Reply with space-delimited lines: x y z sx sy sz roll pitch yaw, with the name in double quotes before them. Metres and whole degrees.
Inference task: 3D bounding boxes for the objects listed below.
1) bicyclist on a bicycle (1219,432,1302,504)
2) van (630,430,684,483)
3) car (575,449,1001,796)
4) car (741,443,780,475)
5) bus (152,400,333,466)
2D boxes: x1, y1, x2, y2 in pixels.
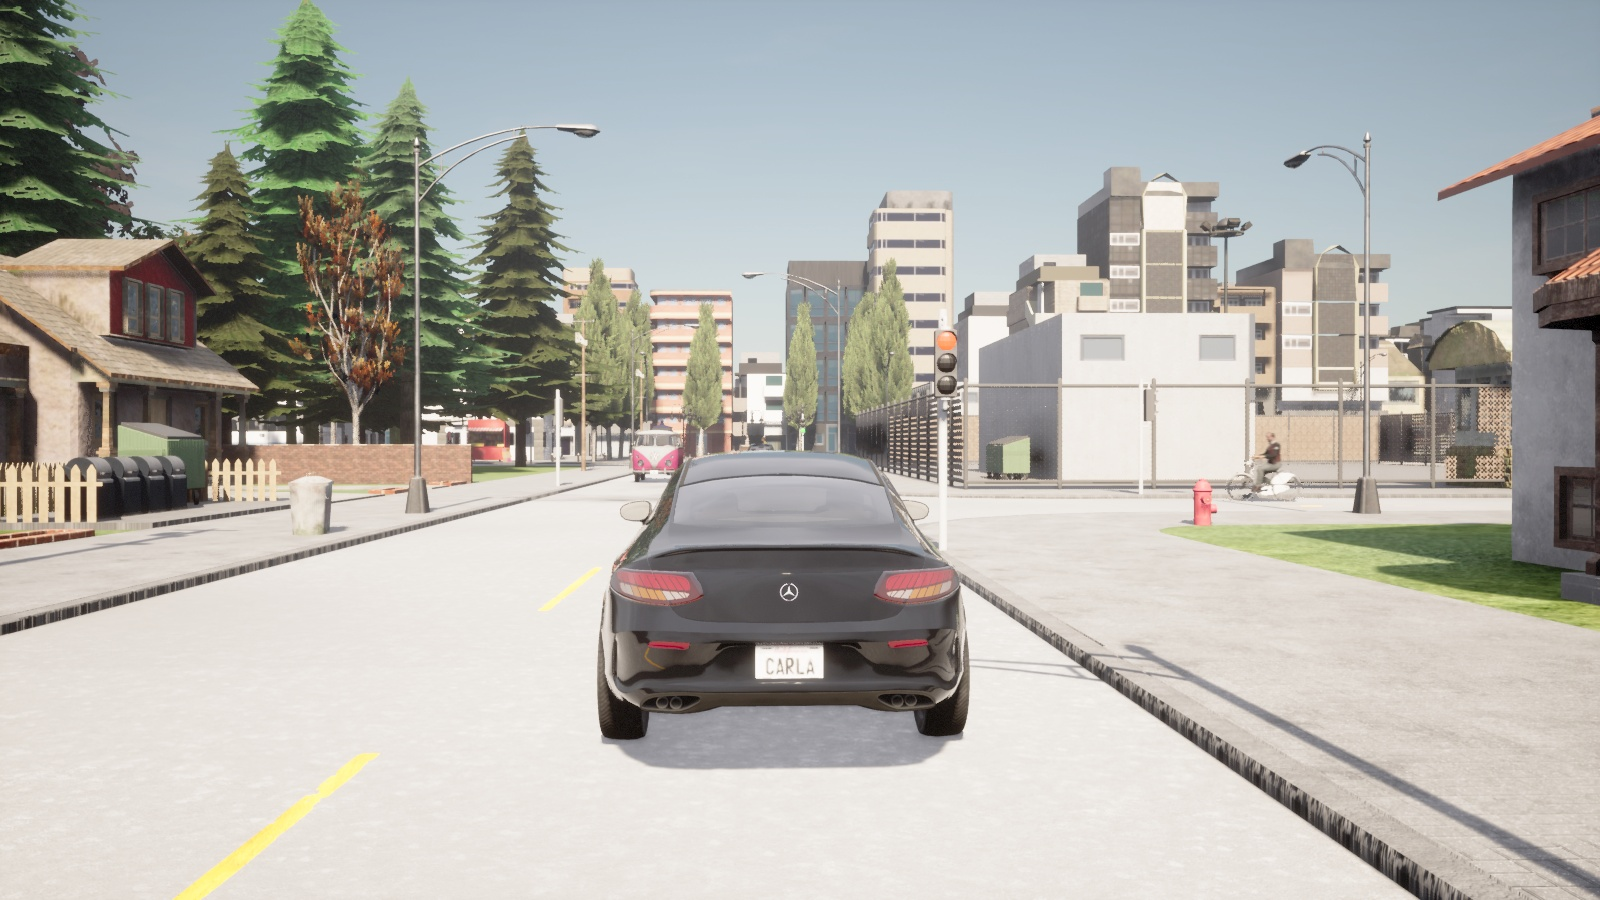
"bicyclist on a bicycle" 11.493 0.449 31.374 1.843 1.776 0.659 0 0 -2
"van" -5.522 0.218 49.039 1.775 1.987 4.442 0 0 -2
"car" -0.142 0.729 7.674 1.812 1.442 4.674 0 0 -2
"car" -1.895 0.416 60.753 1.816 1.474 4.193 0 0 -2
"bus" -36.825 -1.130 83.327 10.273 4.253 3.944 0 0 -2
